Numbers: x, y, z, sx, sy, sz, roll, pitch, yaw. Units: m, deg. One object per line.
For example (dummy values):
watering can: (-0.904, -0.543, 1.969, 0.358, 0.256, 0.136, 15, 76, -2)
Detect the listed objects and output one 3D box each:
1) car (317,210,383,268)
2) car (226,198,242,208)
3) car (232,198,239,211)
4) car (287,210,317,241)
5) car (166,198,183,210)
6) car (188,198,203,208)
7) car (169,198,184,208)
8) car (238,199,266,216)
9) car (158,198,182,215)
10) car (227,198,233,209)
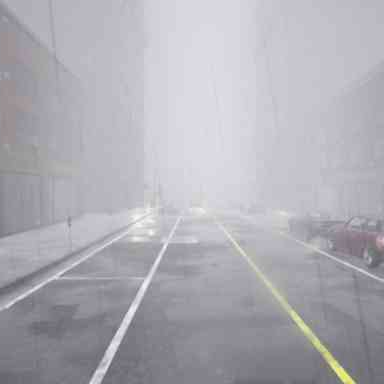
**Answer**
car: (6.137, 1.469, 11.369, 1.967, 1.590, 4.097, -1, 0, 0)
car: (6.255, 1.605, 49.905, 1.887, 1.381, 4.507, -1, 0, 0)
car: (6.221, 1.594, 38.894, 1.887, 1.381, 4.507, -1, 0, 0)
car: (6.155, 1.577, 16.874, 1.887, 1.381, 4.507, -1, 0, 0)
car: (-2.287, 1.572, 44.425, 2.008, 1.369, 4.403, -1, 0, 0)
car: (0.494, 1.583, 47.858, 2.033, 1.411, 5.357, 0, 0, 0)
car: (-2.270, 1.571, 49.931, 1.887, 1.381, 4.507, -1, 0, 0)
car: (6.205, 1.610, 33.389, 1.947, 1.339, 4.313, -1, 0, 0)
car: (-2.321, 1.451, 33.415, 1.967, 1.590, 4.097, -1, 0, 0)
car: (6.238, 1.599, 44.399, 1.887, 1.381, 4.507, -1, 0, 0)
